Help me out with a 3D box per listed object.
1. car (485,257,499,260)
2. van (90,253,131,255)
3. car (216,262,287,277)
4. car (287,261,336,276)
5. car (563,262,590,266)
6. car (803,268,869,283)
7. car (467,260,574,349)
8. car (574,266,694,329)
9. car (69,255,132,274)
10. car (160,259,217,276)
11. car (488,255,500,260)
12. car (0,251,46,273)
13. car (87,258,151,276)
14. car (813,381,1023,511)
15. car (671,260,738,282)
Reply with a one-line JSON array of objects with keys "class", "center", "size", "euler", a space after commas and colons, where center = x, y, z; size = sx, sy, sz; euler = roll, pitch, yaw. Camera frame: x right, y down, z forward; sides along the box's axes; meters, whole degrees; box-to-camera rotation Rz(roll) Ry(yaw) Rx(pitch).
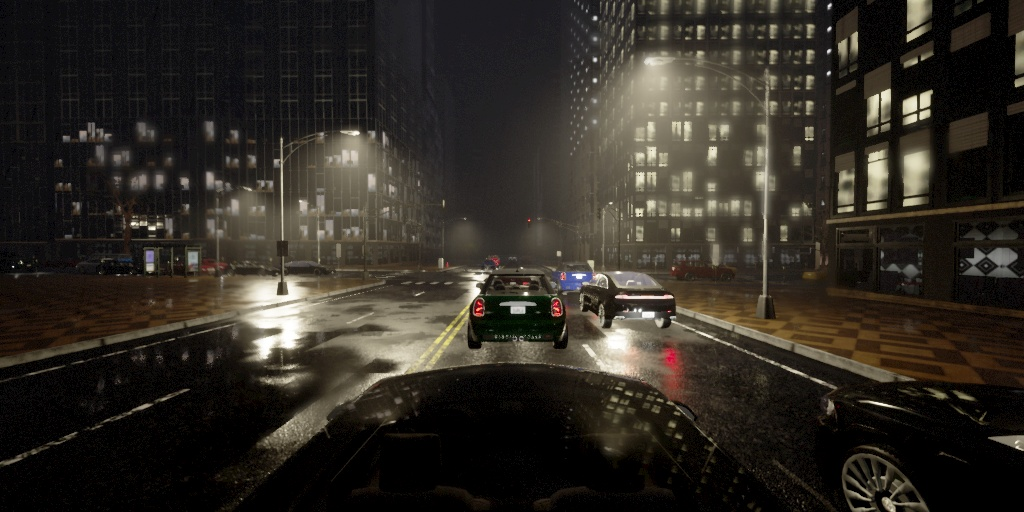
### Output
[{"class": "car", "center": [-3.277, 1.238, 50.801], "size": [1.812, 1.442, 4.674], "euler": [0, 0, 0]}, {"class": "van", "center": [-45.233, 0.602, 40.344], "size": [3.998, 1.789, 1.690], "euler": [0, 0, 1]}, {"class": "car", "center": [-22.690, 1.171, 31.345], "size": [4.313, 1.339, 1.948], "euler": [0, 0, 1]}, {"class": "car", "center": [-19.662, 1.137, 33.972], "size": [5.357, 1.411, 2.033], "euler": [0, 1, 0]}, {"class": "car", "center": [3.376, 1.091, 20.115], "size": [2.097, 1.767, 4.553], "euler": [0, 0, 0]}, {"class": "car", "center": [27.682, 1.577, 30.550], "size": [4.829, 1.417, 1.751], "euler": [0, 0, 1]}, {"class": "car", "center": [0.111, 1.098, 9.300], "size": [2.097, 1.767, 4.553], "euler": [0, 0, 0]}, {"class": "car", "center": [3.364, 1.236, 11.273], "size": [2.128, 1.511, 4.902], "euler": [0, 0, 0]}, {"class": "car", "center": [-38.922, 0.940, 34.410], "size": [4.674, 1.442, 1.812], "euler": [1, 1, 2]}, {"class": "car", "center": [-28.374, 1.136, 31.486], "size": [4.207, 1.307, 1.802], "euler": [0, 0, 1]}, {"class": "car", "center": [-3.246, 0.922, 61.025], "size": [2.150, 2.045, 5.566], "euler": [0, 0, 0]}, {"class": "car", "center": [-49.577, 0.536, 34.683], "size": [5.566, 2.045, 2.150], "euler": [1, 1, -1]}, {"class": "car", "center": [-34.054, 1.067, 31.667], "size": [4.313, 1.339, 1.948], "euler": [0, 0, 1]}, {"class": "car", "center": [3.344, 1.242, 0.881], "size": [2.128, 1.511, 4.902], "euler": [0, 0, 0]}, {"class": "car", "center": [16.234, 1.267, 30.763], "size": [5.009, 1.841, 2.192], "euler": [0, 0, 1]}]
